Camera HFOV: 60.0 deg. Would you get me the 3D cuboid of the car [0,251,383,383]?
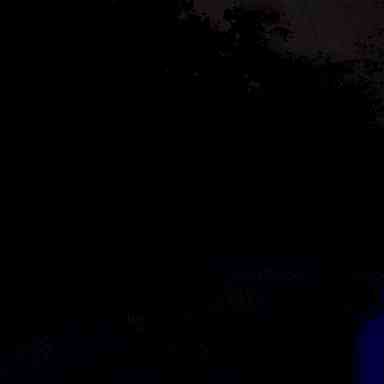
[{"bbox_3d":[0.561,1.475,3.469,5.008,1.535,1.882,0,0,-35],"label":"car"}]
